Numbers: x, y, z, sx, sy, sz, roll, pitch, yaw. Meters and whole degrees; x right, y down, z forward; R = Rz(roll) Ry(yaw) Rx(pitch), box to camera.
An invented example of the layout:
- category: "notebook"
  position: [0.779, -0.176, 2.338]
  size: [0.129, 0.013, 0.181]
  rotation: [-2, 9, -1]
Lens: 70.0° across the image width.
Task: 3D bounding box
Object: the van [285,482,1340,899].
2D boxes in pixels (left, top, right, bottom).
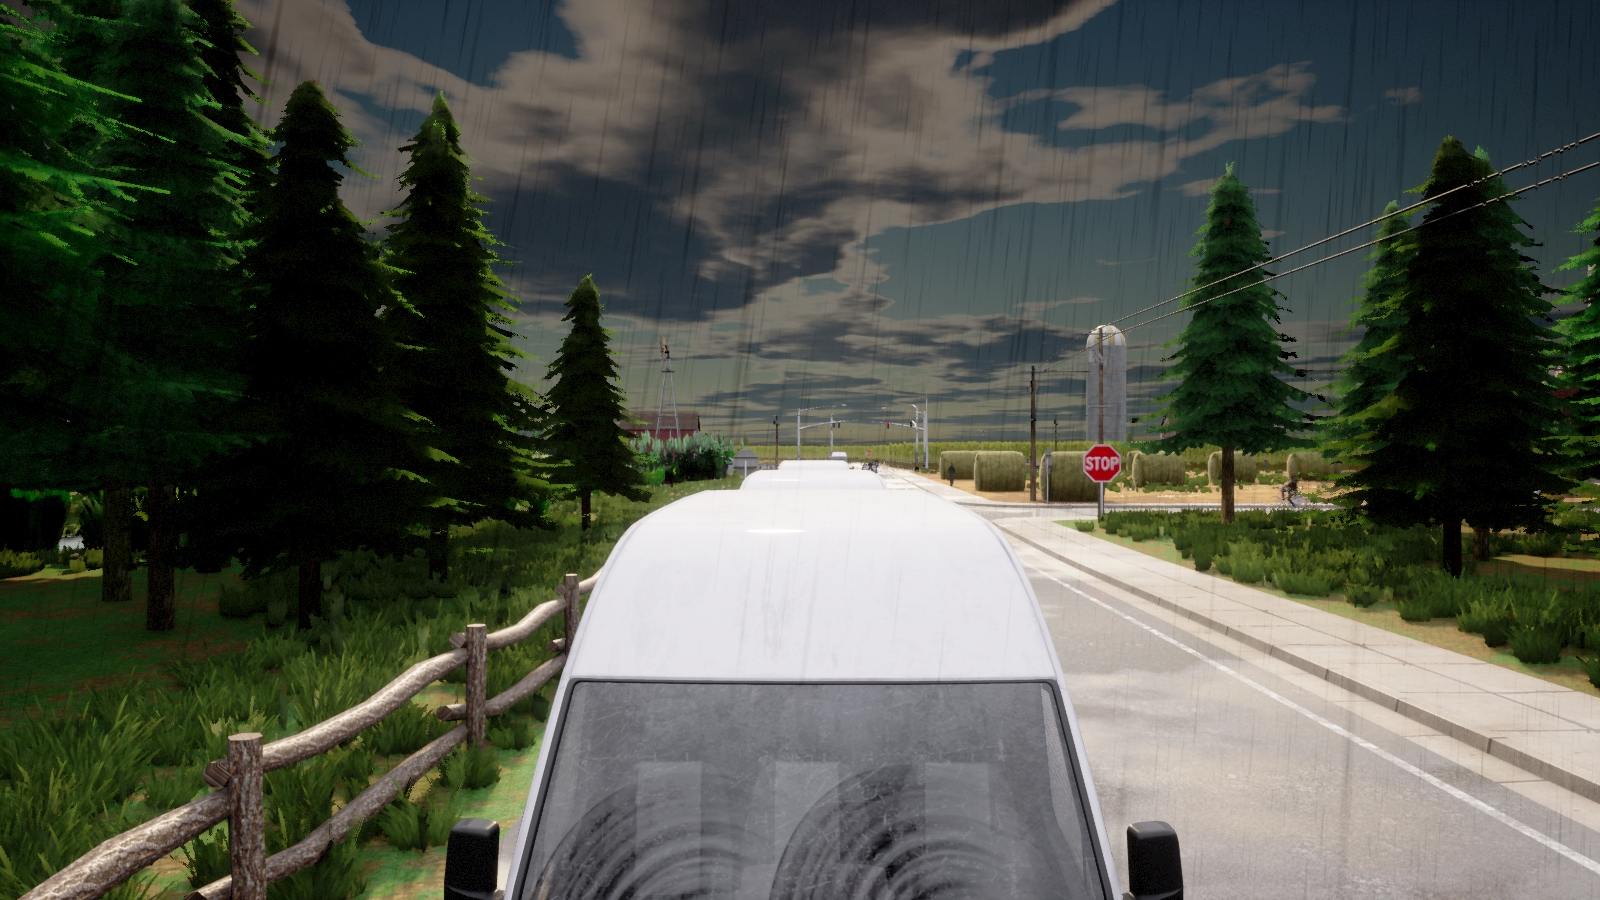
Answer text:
- category: "van"
  position: [0.056, 1.508, 5.110]
  size: [1.988, 2.561, 5.915]
  rotation: [0, 0, 1]
